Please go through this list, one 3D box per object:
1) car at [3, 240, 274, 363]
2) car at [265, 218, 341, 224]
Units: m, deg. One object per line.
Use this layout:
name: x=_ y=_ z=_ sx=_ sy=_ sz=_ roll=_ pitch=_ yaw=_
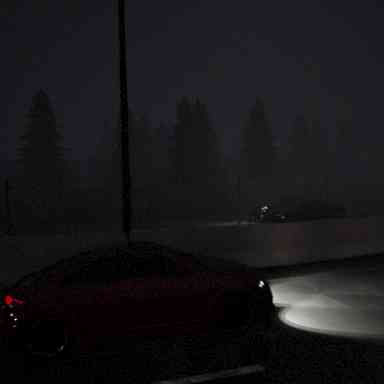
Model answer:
car: x=-0.788 y=1.555 z=5.642 sx=4.181 sy=1.385 sz=1.994 roll=-2 pitch=0 yaw=-14
car: x=6.489 y=1.182 z=19.000 sx=5.008 sy=1.535 sz=1.882 roll=-2 pitch=1 yaw=-21
